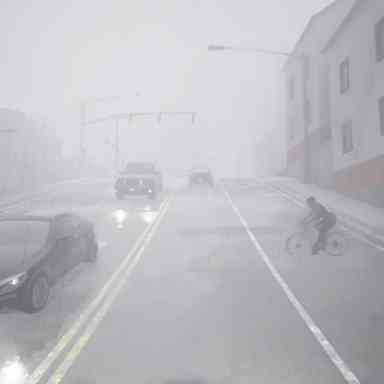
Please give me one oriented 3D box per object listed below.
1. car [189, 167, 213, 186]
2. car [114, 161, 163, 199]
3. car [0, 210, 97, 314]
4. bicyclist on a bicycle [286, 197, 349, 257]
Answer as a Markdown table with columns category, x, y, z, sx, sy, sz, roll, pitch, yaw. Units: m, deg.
| category | x | y | z | sx | sy | sz | roll | pitch | yaw |
| --- | --- | --- | --- | --- | --- | --- | --- | --- | --- |
| car | 0.703 | -1.355 | 27.186 | 1.812 | 1.442 | 4.674 | 1 | 7 | 1 |
| car | -3.113 | -0.833 | 20.476 | 2.150 | 2.045 | 5.566 | 0 | 8 | 2 |
| car | -3.461 | 1.193 | 7.219 | 1.812 | 1.442 | 4.674 | 0 | 5 | 1 |
| bicyclist on a bicycle | 3.326 | 0.951 | 8.827 | 1.656 | 1.620 | 0.582 | -2 | 5 | 2 |
